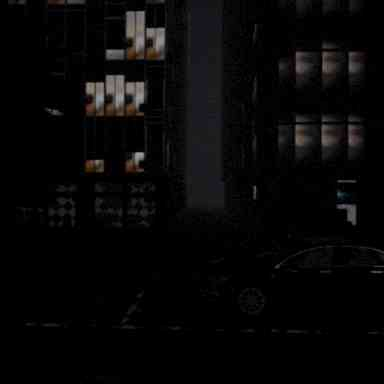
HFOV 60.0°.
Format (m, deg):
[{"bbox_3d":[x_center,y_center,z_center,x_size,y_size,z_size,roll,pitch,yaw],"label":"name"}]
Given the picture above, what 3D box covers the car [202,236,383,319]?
[{"bbox_3d":[2.391,1.569,6.559,4.403,1.369,2.008,1,0,2],"label":"car"}]
